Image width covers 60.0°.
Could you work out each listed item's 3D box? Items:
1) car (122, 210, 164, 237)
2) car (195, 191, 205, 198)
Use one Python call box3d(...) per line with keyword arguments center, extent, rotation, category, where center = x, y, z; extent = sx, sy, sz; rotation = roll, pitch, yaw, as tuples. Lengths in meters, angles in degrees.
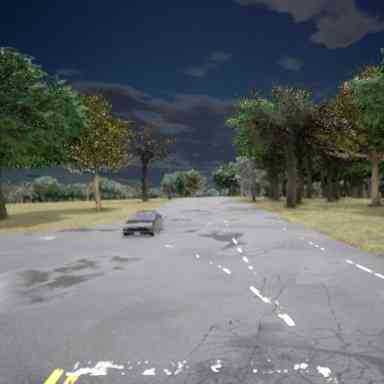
box3d(center=(-2.901, 1.887, 20.845), extent=(2.033, 1.411, 5.357), rotation=(-1, 0, 3), category="car")
box3d(center=(2.239, 0.687, 92.540), extent=(2.150, 2.045, 5.566), rotation=(-1, 0, 10), category="car")
